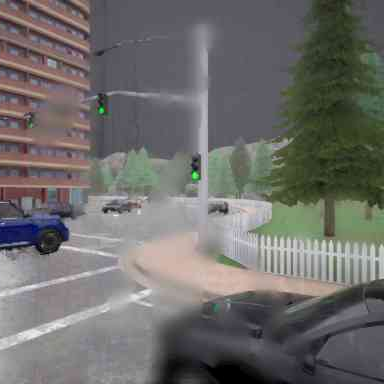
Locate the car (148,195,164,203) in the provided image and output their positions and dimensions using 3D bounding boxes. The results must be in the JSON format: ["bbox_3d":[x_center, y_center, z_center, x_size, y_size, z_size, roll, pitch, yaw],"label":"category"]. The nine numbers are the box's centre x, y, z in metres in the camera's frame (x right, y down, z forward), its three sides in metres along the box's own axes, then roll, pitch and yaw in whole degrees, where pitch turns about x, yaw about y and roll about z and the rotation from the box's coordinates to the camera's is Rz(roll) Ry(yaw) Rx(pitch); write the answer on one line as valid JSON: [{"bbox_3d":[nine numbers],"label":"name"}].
[{"bbox_3d":[-7.725,1.448,69.338,1.837,1.490,4.892,0,0,-42],"label":"car"}]

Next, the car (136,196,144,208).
[{"bbox_3d":[-8.100,1.296,45.690,2.097,1.767,4.553,0,0,-11],"label":"car"}]

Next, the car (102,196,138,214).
[{"bbox_3d":[-7.802,1.492,35.393,2.033,1.411,5.357,0,0,7],"label":"car"}]

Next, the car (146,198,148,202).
[{"bbox_3d":[-11.785,1.470,68.730,4.674,1.442,1.812,0,0,44],"label":"car"}]

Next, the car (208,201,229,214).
[{"bbox_3d":[2.754,1.545,33.905,1.895,1.301,4.718,0,0,8],"label":"car"}]

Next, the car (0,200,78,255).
[{"bbox_3d":[-6.861,1.204,10.877,2.150,2.045,5.566,0,0,34],"label":"car"}]

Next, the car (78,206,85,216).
[{"bbox_3d":[-10.623,1.492,25.575,2.033,1.411,5.357,0,0,24],"label":"car"}]

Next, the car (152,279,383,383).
[{"bbox_3d":[1.890,1.478,2.641,5.008,1.535,1.882,0,0,36],"label":"car"}]
